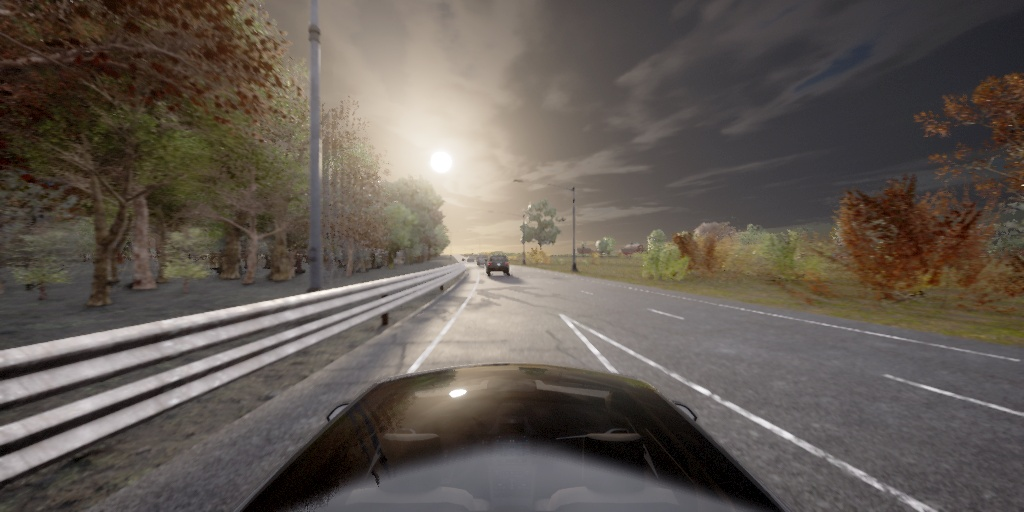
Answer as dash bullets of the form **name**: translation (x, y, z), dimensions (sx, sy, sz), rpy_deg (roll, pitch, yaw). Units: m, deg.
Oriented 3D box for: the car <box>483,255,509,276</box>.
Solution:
- **car**: translation (-1.505, 0.902, 36.503), dimensions (2.150, 2.045, 5.566), rpy_deg (0, 0, -6)
